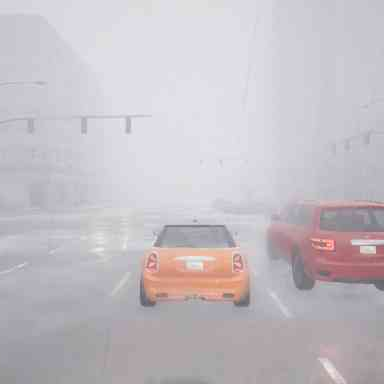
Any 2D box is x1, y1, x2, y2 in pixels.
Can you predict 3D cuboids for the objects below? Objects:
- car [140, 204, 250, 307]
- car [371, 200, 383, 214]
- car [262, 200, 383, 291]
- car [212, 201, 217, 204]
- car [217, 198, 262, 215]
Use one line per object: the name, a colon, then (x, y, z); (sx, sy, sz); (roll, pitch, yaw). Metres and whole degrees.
car: (0.075, 1.352, 8.154); (2.097, 1.767, 4.553); (0, 0, 1)
car: (21.651, 1.564, 35.298); (4.181, 1.385, 1.994); (0, 0, 1)
car: (3.554, 1.221, 9.174); (2.150, 2.045, 5.566); (0, 0, 3)
car: (3.953, 1.526, 42.056); (1.812, 1.442, 4.674); (-1, 0, -18)
car: (5.422, 1.548, 31.998); (5.357, 1.411, 2.033); (0, 0, 1)
